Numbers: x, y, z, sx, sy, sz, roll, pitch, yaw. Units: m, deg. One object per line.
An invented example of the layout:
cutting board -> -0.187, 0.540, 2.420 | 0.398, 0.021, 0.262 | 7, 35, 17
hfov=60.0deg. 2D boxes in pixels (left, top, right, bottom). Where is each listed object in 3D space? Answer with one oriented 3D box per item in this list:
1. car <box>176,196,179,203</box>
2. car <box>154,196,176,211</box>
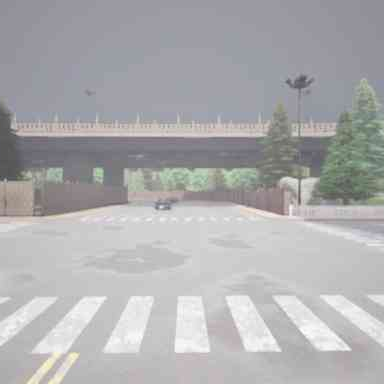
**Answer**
car -> -3.810, 1.509, 67.713 | 1.882, 1.535, 5.008 | 0, 0, -11
car -> -3.477, 1.562, 41.014 | 2.128, 1.511, 4.902 | 0, 1, 0
